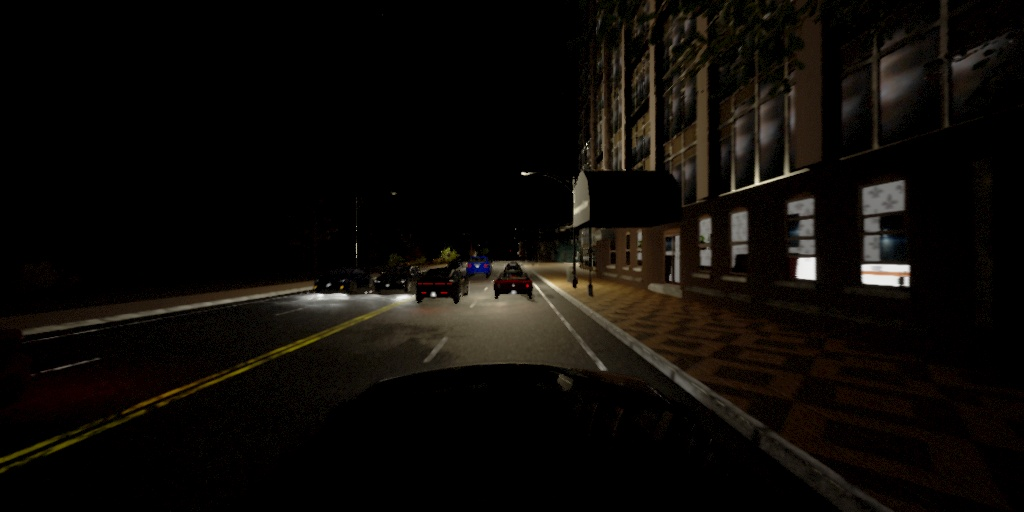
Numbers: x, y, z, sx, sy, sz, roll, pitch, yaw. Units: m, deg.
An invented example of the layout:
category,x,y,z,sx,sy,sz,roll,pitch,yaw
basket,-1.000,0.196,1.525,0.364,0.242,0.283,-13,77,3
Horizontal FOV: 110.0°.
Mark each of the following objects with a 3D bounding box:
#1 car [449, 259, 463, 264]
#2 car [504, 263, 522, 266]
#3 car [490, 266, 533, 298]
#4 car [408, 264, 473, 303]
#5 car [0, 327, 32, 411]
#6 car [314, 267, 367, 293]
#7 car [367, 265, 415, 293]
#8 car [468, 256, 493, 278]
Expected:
category,x,y,z,sx,sy,sz,roll,pitch,yaw
car,-9.735,1.293,62.450,2.097,1.767,4.553,0,0,0
car,0.115,1.415,39.798,1.994,1.385,4.181,0,0,0
car,0.078,1.397,18.690,1.895,1.301,4.718,0,0,0
car,-3.164,1.299,16.942,1.837,1.490,4.892,0,0,0
car,-6.587,1.232,2.018,1.882,1.535,5.008,0,0,0
car,-9.840,1.371,21.226,1.994,1.385,4.181,0,0,0
car,-6.588,1.311,21.393,1.837,1.490,4.892,0,0,0
car,-3.141,1.062,35.201,2.150,2.045,5.566,0,0,0
